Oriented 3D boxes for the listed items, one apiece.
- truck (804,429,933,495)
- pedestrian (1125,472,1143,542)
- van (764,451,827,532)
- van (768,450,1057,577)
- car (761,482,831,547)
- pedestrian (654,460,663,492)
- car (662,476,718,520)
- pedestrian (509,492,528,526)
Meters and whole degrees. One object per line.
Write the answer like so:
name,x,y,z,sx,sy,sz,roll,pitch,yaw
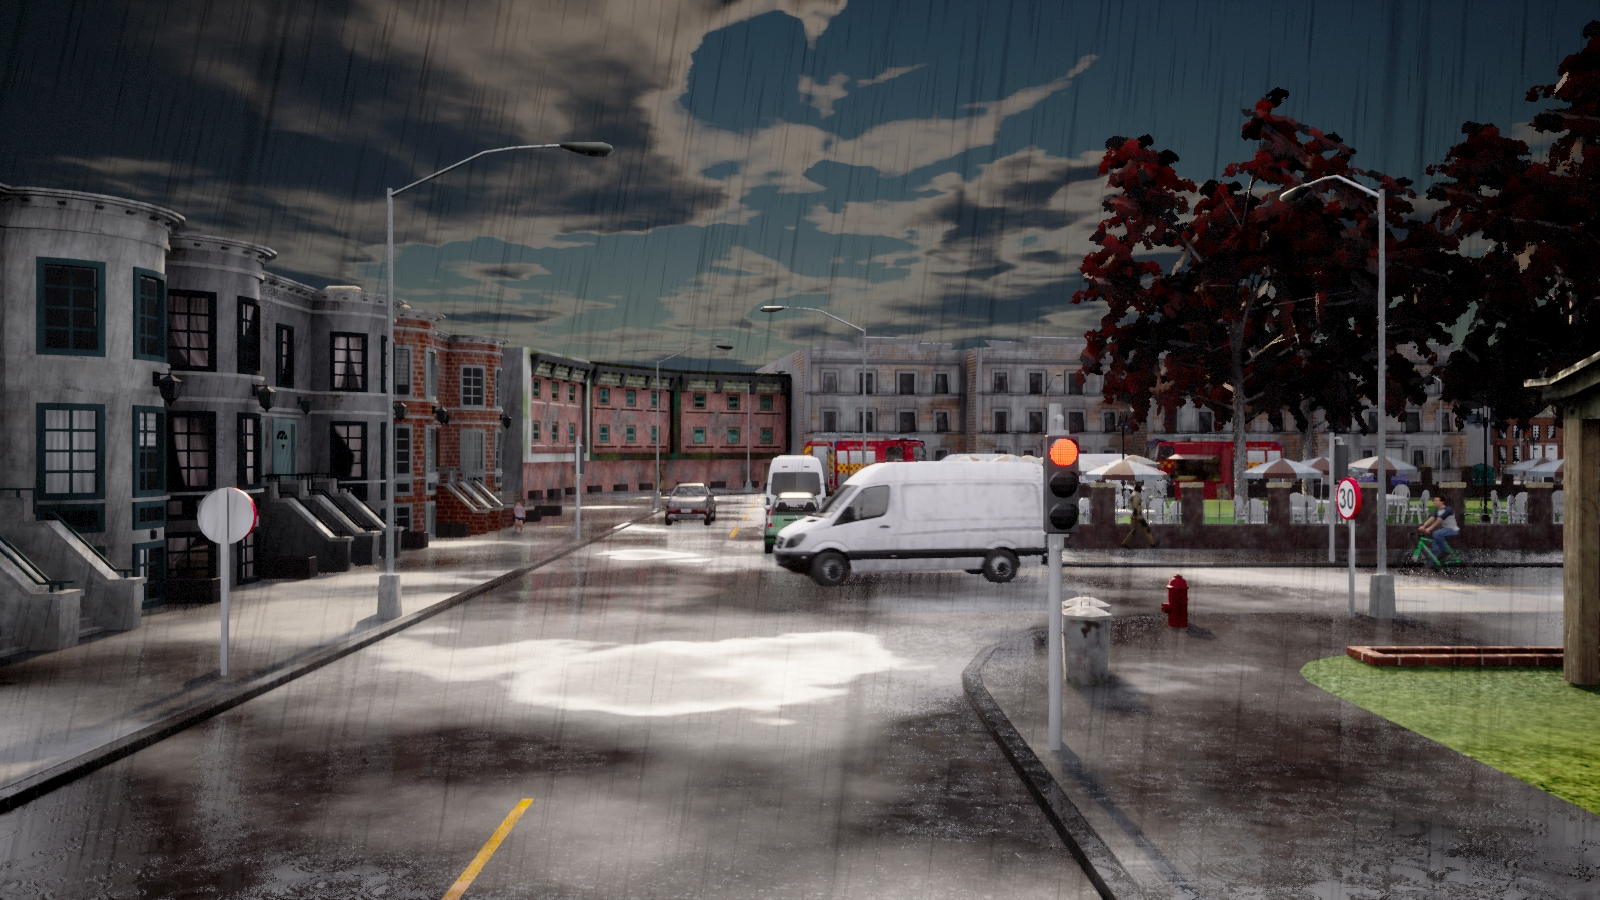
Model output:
truck,4.295,0.672,70.228,8.468,3.827,2.891,0,0,-43
pedestrian,8.921,1.517,30.549,0.375,1.860,0.375,0,0,-1
van,-0.147,1.315,39.074,1.988,2.561,5.915,0,0,0
van,2.369,1.315,24.706,5.915,2.561,1.988,0,-1,-10
car,-0.119,1.779,32.373,1.851,1.617,3.988,0,0,0
pedestrian,-8.293,1.525,66.937,0.375,1.860,0.375,0,0,24
car,-4.154,1.806,43.645,1.789,1.549,3.705,0,0,0
pedestrian,-9.107,1.904,36.997,0.500,1.100,0.500,0,0,1
